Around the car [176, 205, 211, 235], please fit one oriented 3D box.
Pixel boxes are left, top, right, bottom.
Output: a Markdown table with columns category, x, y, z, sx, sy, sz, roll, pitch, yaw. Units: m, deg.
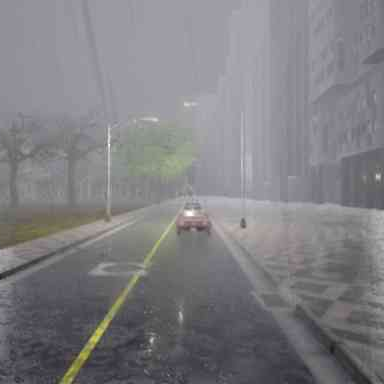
| category | x | y | z | sx | sy | sz | roll | pitch | yaw |
| --- | --- | --- | --- | --- | --- | --- | --- | --- | --- |
| car | 0.091 | 1.695 | 19.676 | 1.895 | 1.301 | 4.718 | 0 | 0 | 0 |

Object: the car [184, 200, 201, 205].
| category | x | y | z | sx | sy | sz | roll | pitch | yaw |
| --- | --- | --- | --- | --- | --- | --- | --- | --- | --- |
| car | 0.082 | 1.696 | 39.294 | 2.128 | 1.511 | 4.902 | 0 | 0 | 0 |
